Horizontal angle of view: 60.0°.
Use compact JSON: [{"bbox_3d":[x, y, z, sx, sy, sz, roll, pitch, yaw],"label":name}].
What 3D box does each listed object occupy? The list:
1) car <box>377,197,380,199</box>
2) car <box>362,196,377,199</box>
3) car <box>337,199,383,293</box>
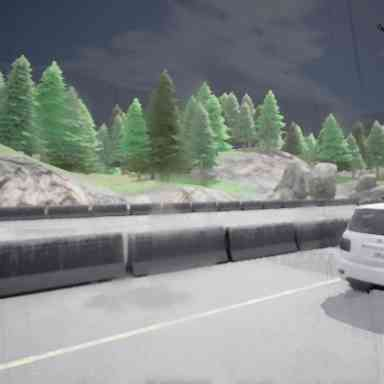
[{"bbox_3d":[27.307,1.383,44.588,4.892,1.490,1.837,0,0,-35],"label":"car"},{"bbox_3d":[25.292,1.368,47.449,4.902,1.511,2.128,-1,0,-35],"label":"car"},{"bbox_3d":[5.678,1.263,7.744,5.566,2.045,2.150,0,0,-35],"label":"car"}]
